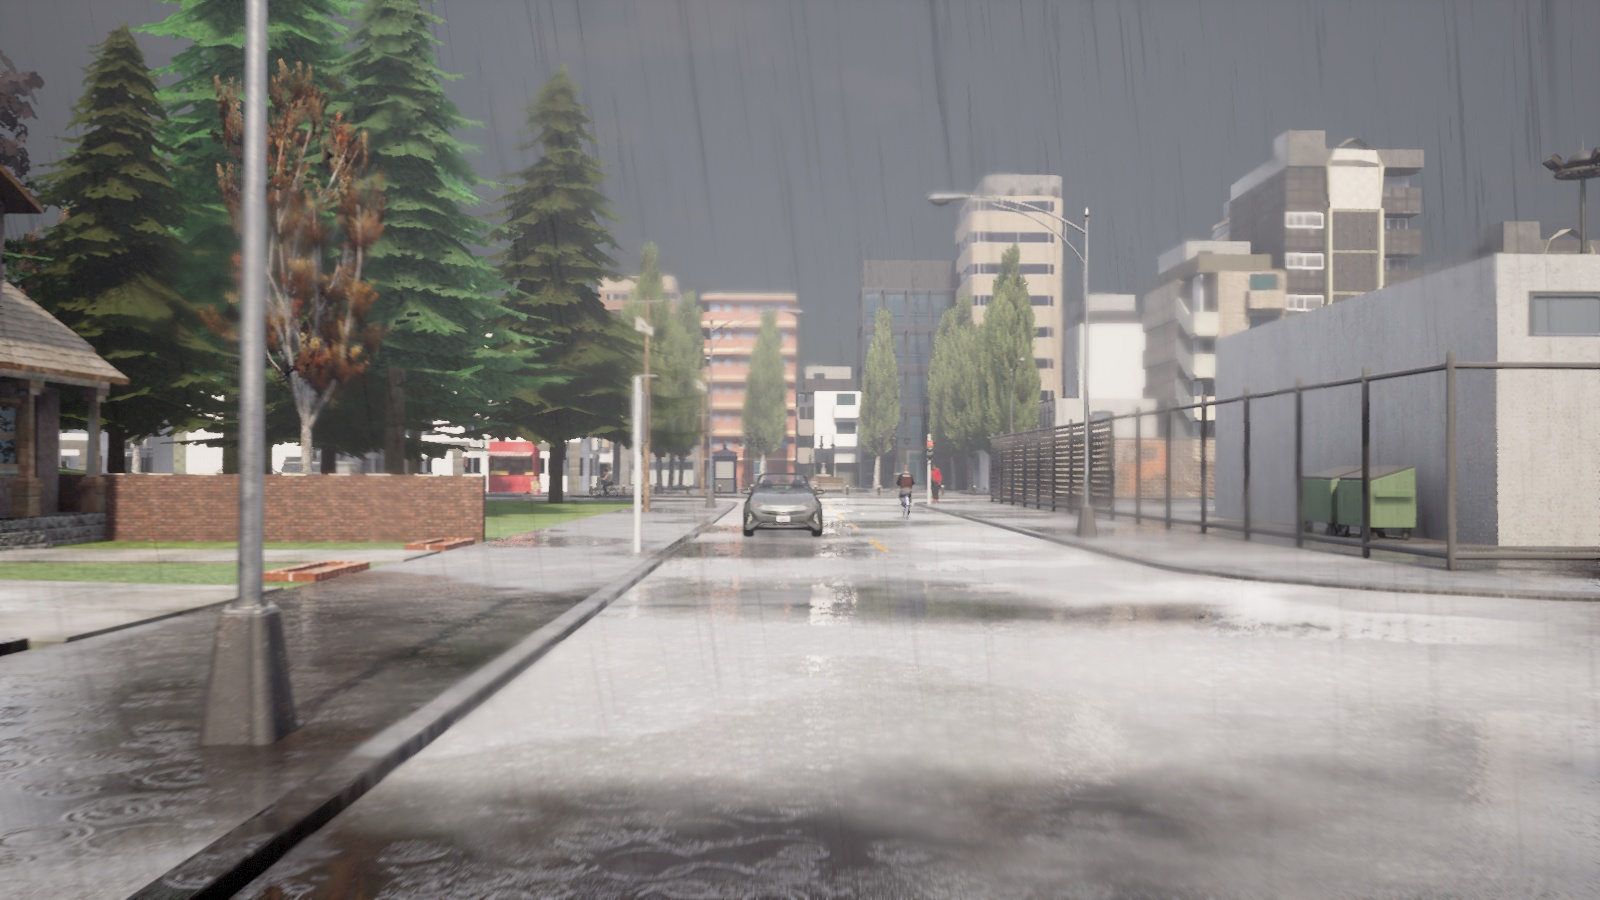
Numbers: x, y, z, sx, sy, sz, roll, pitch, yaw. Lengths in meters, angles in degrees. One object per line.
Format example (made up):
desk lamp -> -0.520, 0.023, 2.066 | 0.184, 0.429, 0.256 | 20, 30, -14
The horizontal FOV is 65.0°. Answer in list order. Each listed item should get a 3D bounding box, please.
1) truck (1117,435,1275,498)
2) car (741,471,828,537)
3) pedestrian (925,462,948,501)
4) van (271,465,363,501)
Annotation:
truck -> 22.131, 0.927, 70.524 | 7.936, 3.462, 2.891 | 0, -1, -1
car -> -0.422, 1.288, 31.341 | 2.007, 1.525, 4.514 | 0, -1, -1
pedestrian -> 6.591, 1.516, 60.792 | 0.899, 1.844, 0.634 | 0, -1, -28
van -> -26.823, 1.845, 69.846 | 4.442, 1.987, 1.775 | 0, -1, -1
